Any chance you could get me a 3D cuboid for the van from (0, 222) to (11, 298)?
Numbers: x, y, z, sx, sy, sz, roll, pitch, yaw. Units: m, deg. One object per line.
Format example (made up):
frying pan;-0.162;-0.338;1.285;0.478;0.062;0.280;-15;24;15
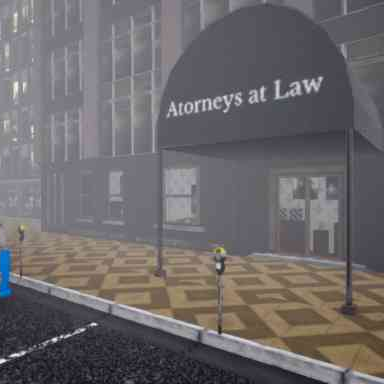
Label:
van;-5.308;1.341;6.687;3.998;1.788;1.690;0;0;36
